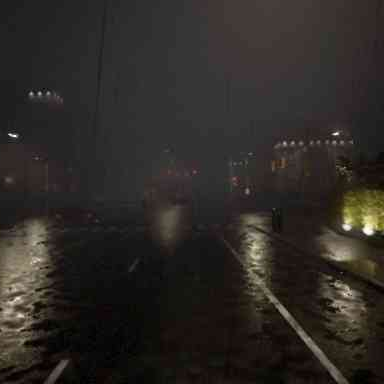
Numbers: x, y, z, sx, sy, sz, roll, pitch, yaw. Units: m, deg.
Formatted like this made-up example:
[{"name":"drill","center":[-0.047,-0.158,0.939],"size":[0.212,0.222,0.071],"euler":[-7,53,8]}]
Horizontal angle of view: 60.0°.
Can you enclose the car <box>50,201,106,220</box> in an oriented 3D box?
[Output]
[{"name":"car","center":[-11.793,1.993,33.824],"size":[5.008,1.535,1.882],"euler":[0,0,-1]}]

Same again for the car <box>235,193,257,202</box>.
[{"name":"car","center":[14.293,1.481,88.094],"size":[5.566,2.045,2.435],"euler":[-1,0,-1]}]

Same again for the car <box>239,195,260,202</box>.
[{"name":"car","center":[14.541,1.623,84.602],"size":[4.786,1.482,2.161],"euler":[-1,0,-1]}]
